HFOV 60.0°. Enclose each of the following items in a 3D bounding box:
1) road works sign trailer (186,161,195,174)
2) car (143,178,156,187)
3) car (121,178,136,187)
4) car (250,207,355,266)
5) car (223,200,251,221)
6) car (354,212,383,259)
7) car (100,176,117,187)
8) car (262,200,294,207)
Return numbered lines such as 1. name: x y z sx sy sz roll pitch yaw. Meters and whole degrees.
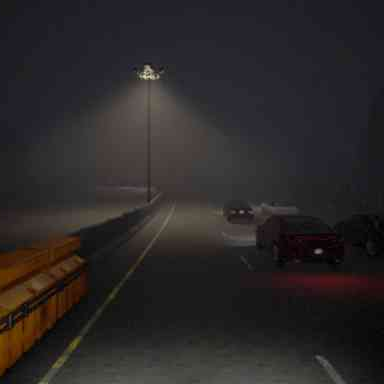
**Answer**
1. road works sign trailer: -0.435 -6.765 92.910 2.380 3.560 2.880 -1 7 0
2. car: -7.301 -1.650 57.114 1.895 1.301 4.718 0 6 0
3. car: -10.803 -1.692 57.137 1.994 1.385 4.181 0 7 0
4. car: 3.521 1.504 11.706 1.882 1.535 5.008 0 0 0
5. car: 3.438 1.308 25.332 2.033 1.411 5.357 0 3 0
6. car: 7.027 1.534 12.744 1.837 1.490 4.892 0 0 0
7. car: -14.298 -1.907 57.135 2.097 1.767 4.553 0 6 0
8. car: 6.945 1.288 26.906 1.895 1.301 4.718 0 3 0
